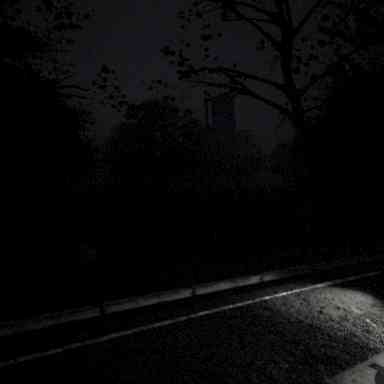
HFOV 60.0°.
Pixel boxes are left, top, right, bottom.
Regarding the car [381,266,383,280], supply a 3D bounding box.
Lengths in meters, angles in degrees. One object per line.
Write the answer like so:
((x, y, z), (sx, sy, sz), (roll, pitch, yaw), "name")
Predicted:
((6.448, 1.477, 7.696), (4.674, 1.442, 1.812), (0, 1, -29), "car")
